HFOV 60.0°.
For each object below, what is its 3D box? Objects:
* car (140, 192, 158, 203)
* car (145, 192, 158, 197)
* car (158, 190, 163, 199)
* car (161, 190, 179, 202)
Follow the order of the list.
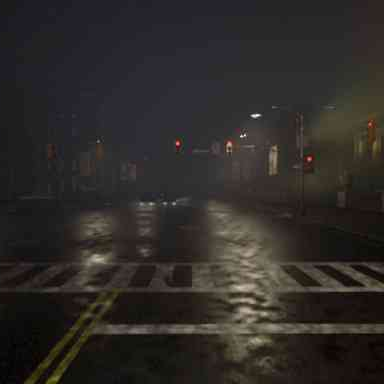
[{"bbox_3d":[-7.070,0.926,53.166,1.812,1.442,4.674,0,1,0],"label":"car"},{"bbox_3d":[-10.238,0.655,83.414,1.895,1.301,4.718,0,1,-25],"label":"car"},{"bbox_3d":[-7.039,0.772,68.340,2.033,1.411,5.357,0,1,1],"label":"car"},{"bbox_3d":[-3.573,0.915,54.198,1.812,1.442,4.674,0,1,0],"label":"car"}]
